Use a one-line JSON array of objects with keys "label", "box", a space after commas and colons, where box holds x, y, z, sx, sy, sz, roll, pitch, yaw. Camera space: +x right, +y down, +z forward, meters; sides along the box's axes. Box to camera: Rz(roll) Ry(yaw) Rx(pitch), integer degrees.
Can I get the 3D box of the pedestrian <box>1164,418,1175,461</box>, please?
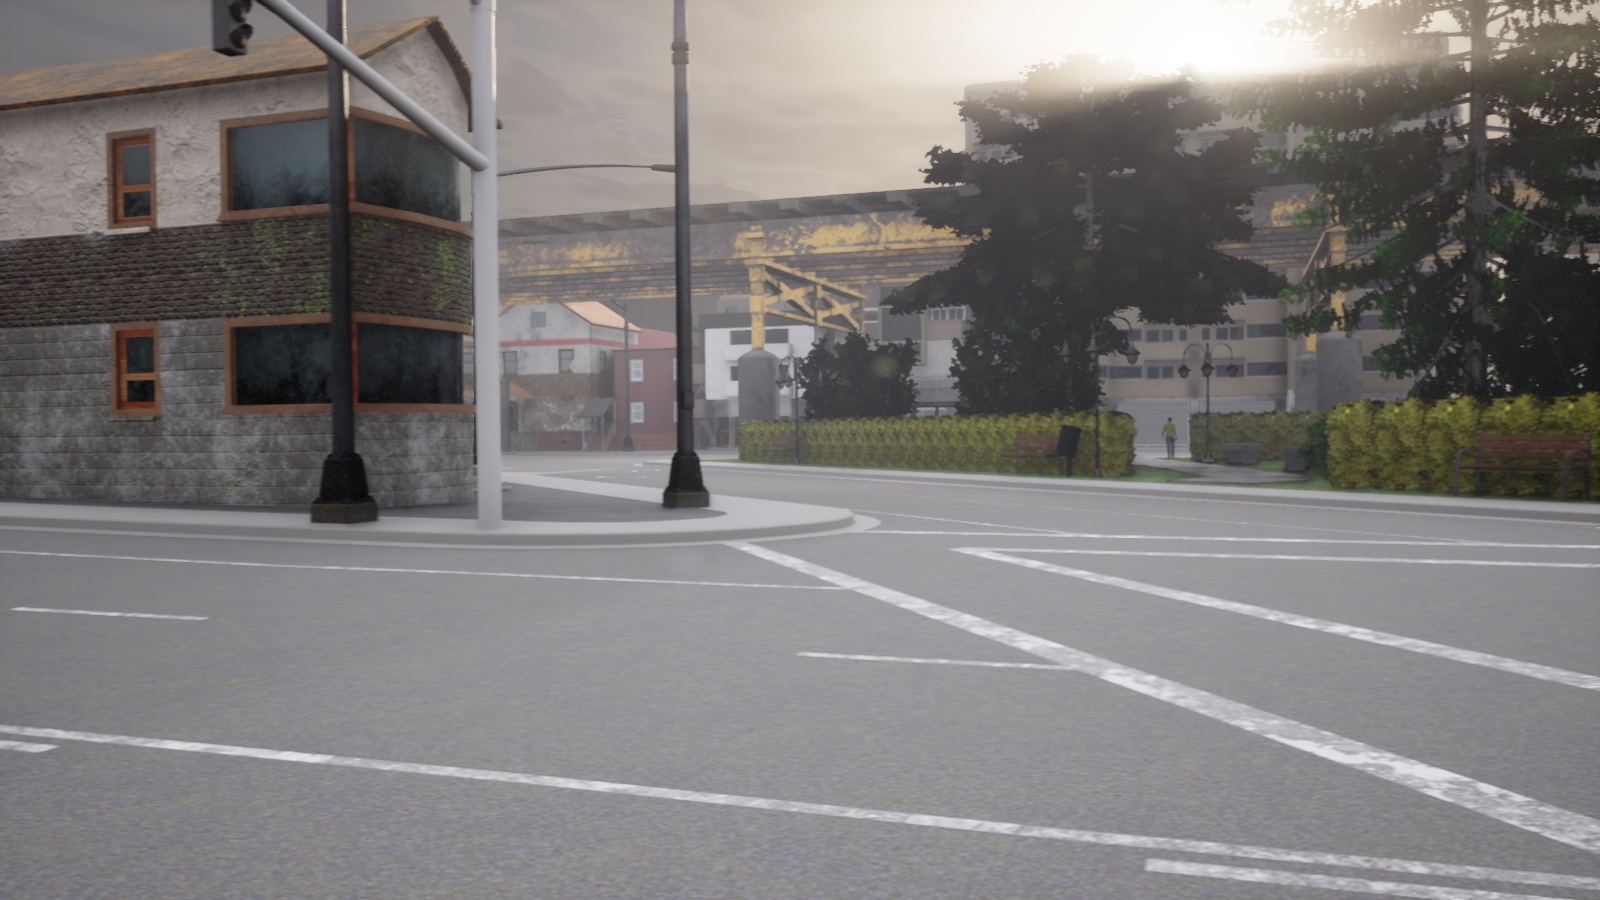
[{"label": "pedestrian", "box": [15.947, -0.446, 54.184, 0.354, 1.836, 0.706, 0, 1, 27]}]
